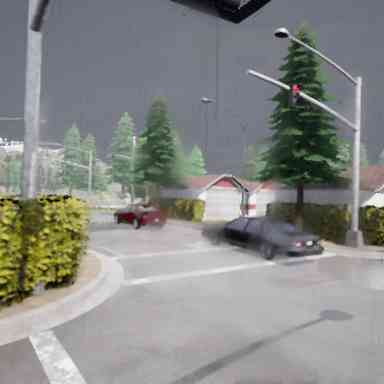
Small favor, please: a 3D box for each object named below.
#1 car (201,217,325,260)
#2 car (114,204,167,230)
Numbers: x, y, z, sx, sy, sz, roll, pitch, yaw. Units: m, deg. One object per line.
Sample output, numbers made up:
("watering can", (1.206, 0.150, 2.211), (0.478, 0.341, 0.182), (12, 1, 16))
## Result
("car", (2.641, 1.723, 13.629), (2.033, 1.411, 5.357), (2, 1, -35))
("car", (-3.549, 1.537, 22.226), (1.882, 1.535, 5.008), (1, 0, -35))
